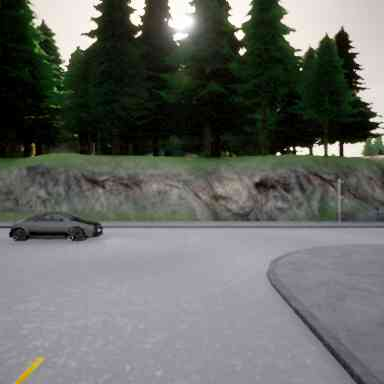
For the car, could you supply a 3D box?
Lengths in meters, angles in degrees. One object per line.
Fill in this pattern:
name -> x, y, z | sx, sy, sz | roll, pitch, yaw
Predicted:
car -> -6.600, 1.697, 16.428 | 4.181, 1.385, 1.994 | 0, 0, 0
